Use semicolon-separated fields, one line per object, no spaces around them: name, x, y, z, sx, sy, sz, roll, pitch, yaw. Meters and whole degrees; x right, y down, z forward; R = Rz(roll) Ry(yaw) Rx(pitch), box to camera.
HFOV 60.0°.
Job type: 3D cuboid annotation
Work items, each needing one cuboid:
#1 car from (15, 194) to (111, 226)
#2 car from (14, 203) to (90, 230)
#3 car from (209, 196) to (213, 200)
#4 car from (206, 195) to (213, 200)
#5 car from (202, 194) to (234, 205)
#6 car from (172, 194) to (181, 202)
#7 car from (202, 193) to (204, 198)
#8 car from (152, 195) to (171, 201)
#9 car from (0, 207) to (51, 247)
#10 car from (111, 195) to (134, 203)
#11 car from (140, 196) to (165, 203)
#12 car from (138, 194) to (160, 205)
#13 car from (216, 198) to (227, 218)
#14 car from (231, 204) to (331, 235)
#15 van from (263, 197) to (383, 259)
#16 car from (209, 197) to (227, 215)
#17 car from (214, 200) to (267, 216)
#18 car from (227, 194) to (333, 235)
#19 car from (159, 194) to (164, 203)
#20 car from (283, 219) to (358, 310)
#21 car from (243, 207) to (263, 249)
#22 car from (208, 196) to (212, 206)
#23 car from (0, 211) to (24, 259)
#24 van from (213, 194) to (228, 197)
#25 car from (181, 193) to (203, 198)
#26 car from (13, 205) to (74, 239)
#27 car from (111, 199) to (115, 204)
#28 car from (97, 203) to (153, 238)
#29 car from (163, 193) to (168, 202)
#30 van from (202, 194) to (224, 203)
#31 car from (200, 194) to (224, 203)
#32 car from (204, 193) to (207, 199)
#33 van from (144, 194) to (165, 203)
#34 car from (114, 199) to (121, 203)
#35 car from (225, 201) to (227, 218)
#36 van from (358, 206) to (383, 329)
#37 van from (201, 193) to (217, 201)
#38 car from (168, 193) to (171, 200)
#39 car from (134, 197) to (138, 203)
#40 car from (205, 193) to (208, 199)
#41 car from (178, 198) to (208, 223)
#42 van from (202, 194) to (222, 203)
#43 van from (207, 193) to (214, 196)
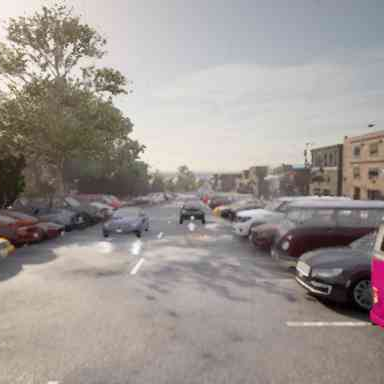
car;-8.347;1.228;20.877;5.566;2.045;2.435;0;0;0
car;-8.397;1.507;18.093;4.792;1.488;2.163;0;0;0
car;4.696;1.549;37.894;4.792;1.488;2.163;0;0;0
car;4.660;1.537;43.501;5.008;1.535;2.097;0;0;0
car;4.646;1.338;60.321;5.566;2.045;2.435;0;0;0
car;-3.433;1.772;85.545;1.895;1.301;4.718;0;0;0
car;4.652;1.330;57.518;5.566;2.045;2.435;0;0;0
car;-8.530;1.640;93.207;5.008;1.535;2.097;0;0;0
car;-8.351;1.478;12.523;5.008;1.535;2.097;0;0;0
car;-8.364;1.243;29.232;5.566;2.045;2.435;0;0;0
car;-8.678;1.630;73.772;5.366;1.575;1.946;0;0;0
car;-8.461;1.582;57.116;4.892;1.521;2.231;0;0;0
car;4.697;1.486;26.684;5.008;1.535;2.097;0;0;0
car;4.715;1.477;18.279;4.892;1.521;2.231;0;0;0
van;4.613;1.251;9.864;4.442;1.987;1.878;0;0;0
car;4.500;1.491;29.484;5.366;1.575;1.946;0;0;0
car;4.650;1.532;32.287;4.792;1.488;2.163;0;0;0
car;4.688;1.225;15.471;5.566;2.045;2.435;0;0;0
car;-8.276;1.587;59.893;5.366;1.575;1.946;0;0;0
car;4.740;1.478;7.062;4.892;1.521;2.231;0;0;0
car;4.728;1.476;12.668;5.008;1.535;2.097;0;0;0
car;4.690;1.558;40.697;4.792;1.488;2.163;0;0;0
car;-8.165;1.475;9.737;5.366;1.575;1.946;0;0;0
van;4.790;1.285;35.092;4.442;1.987;1.878;0;0;0
car;0.006;1.408;43.201;2.097;1.767;4.553;0;0;0
car;-8.333;1.507;15.308;4.792;1.488;2.163;0;0;0
car;-8.376;1.483;23.663;5.008;1.535;2.097;0;0;0
car;-3.366;1.522;17.661;1.812;1.442;4.674;0;0;0
car;-8.515;1.373;70.997;5.566;2.045;2.435;0;0;0
van;4.476;1.399;71.534;4.442;1.987;1.878;0;0;0
car;4.608;1.391;77.141;5.566;2.045;2.435;0;0;0
car;4.661;1.447;54.714;4.553;1.767;2.185;0;0;0
van;-8.615;1.416;76.547;4.442;1.987;1.878;0;0;0
car;-8.384;1.527;26.324;4.674;1.452;2.002;0;0;0
car;4.734;1.507;21.076;4.792;1.488;2.163;0;0;0
van;4.855;1.252;4.257;4.442;1.987;1.878;0;0;0
van;4.659;1.411;93.964;4.442;1.987;1.878;0;0;0
car;-8.533;1.399;79.323;5.566;2.045;2.435;0;0;0
car;-8.371;1.252;31.894;5.566;2.045;2.435;0;0;0
car;4.611;1.429;49.107;4.553;1.767;2.185;0;0;0
car;0.032;1.511;25.409;1.837;1.490;4.892;0;0;0
van;4.470;1.408;74.337;4.442;1.987;1.878;0;0;0
van;4.765;1.320;46.305;4.442;1.987;1.878;0;0;0
